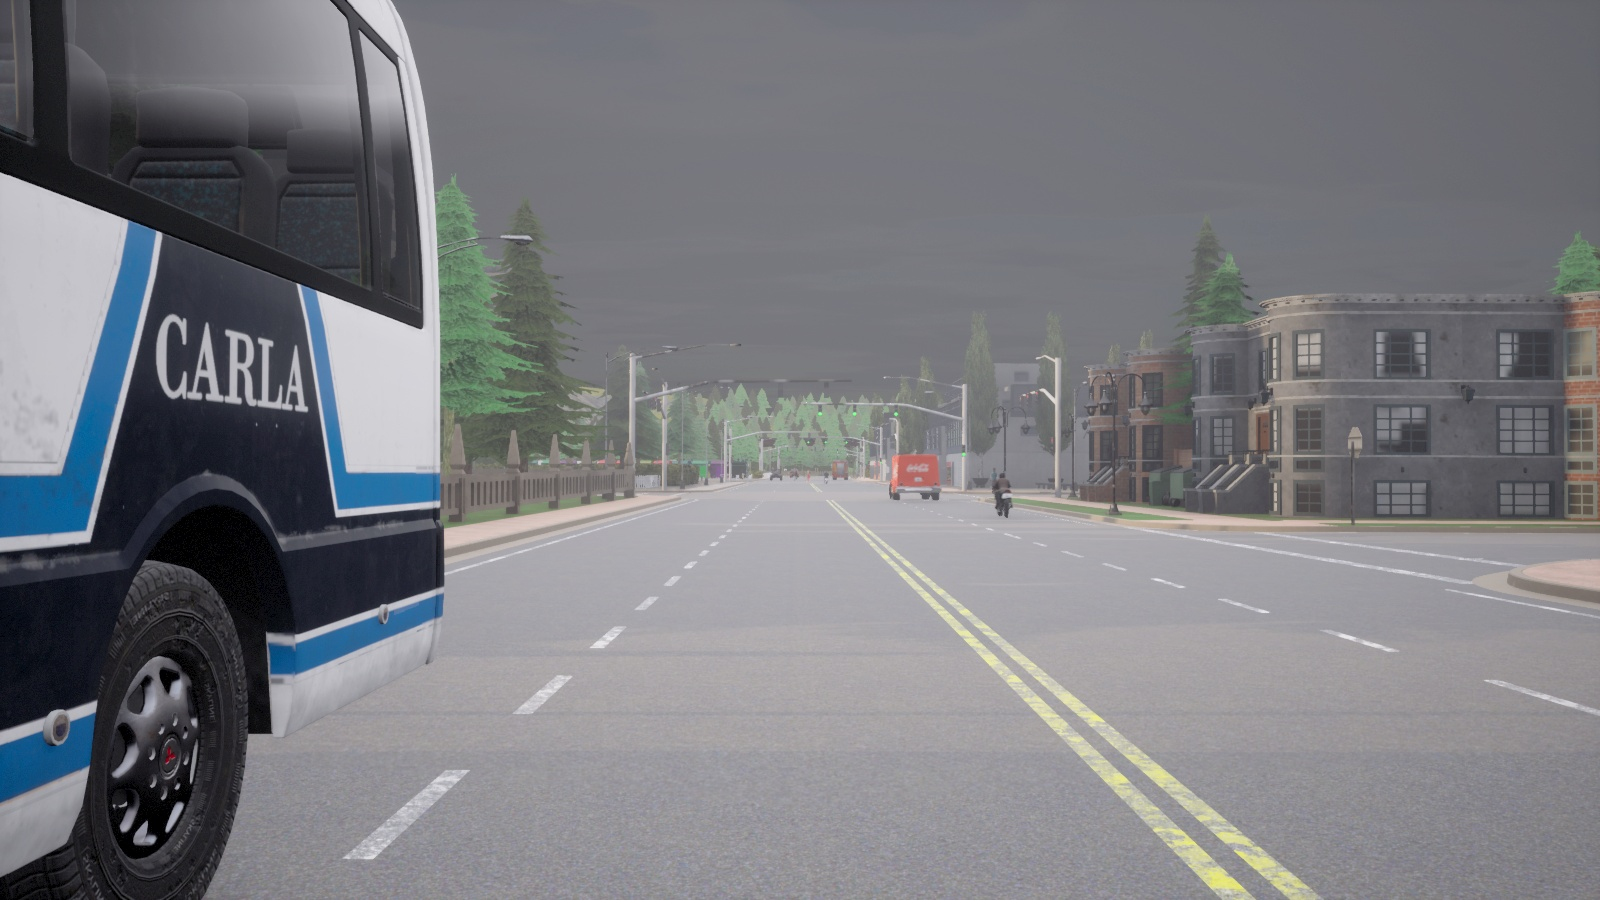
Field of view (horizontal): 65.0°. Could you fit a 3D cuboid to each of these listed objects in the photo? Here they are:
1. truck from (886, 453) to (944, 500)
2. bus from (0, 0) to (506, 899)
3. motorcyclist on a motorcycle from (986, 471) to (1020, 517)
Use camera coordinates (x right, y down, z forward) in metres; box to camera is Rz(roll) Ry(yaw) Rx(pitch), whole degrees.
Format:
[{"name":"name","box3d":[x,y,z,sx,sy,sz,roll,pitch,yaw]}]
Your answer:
[{"name":"truck","box3d":[6.276,1.461,69.370,2.627,2.467,5.204,-1,-1,-1]},{"name":"bus","box3d":[-3.508,-0.523,1.472,3.944,4.253,10.273,0,-1,0]},{"name":"motorcyclist on a motorcycle","box3d":[6.902,1.486,42.786,0.797,1.523,2.044,0,-1,0]}]
